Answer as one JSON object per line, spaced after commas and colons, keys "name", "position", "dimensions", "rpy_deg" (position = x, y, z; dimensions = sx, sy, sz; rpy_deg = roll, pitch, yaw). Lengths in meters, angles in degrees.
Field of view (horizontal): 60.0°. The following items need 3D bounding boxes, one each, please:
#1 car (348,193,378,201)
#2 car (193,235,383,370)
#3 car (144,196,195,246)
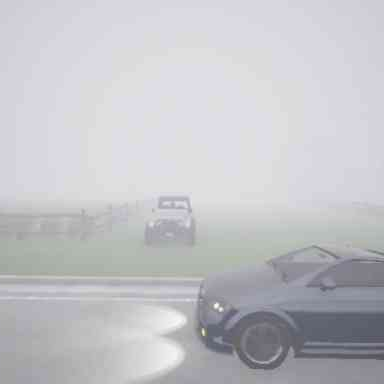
{"name": "car", "position": [30.231, 1.102, 58.818], "dimensions": [4.605, 1.855, 1.932], "rpy_deg": [1, 0, 1]}
{"name": "car", "position": [2.140, 1.551, 5.098], "dimensions": [4.181, 1.385, 1.994], "rpy_deg": [0, 0, 1]}
{"name": "car", "position": [-0.813, 1.115, 13.949], "dimensions": [1.905, 1.878, 3.866], "rpy_deg": [1, 0, 1]}
